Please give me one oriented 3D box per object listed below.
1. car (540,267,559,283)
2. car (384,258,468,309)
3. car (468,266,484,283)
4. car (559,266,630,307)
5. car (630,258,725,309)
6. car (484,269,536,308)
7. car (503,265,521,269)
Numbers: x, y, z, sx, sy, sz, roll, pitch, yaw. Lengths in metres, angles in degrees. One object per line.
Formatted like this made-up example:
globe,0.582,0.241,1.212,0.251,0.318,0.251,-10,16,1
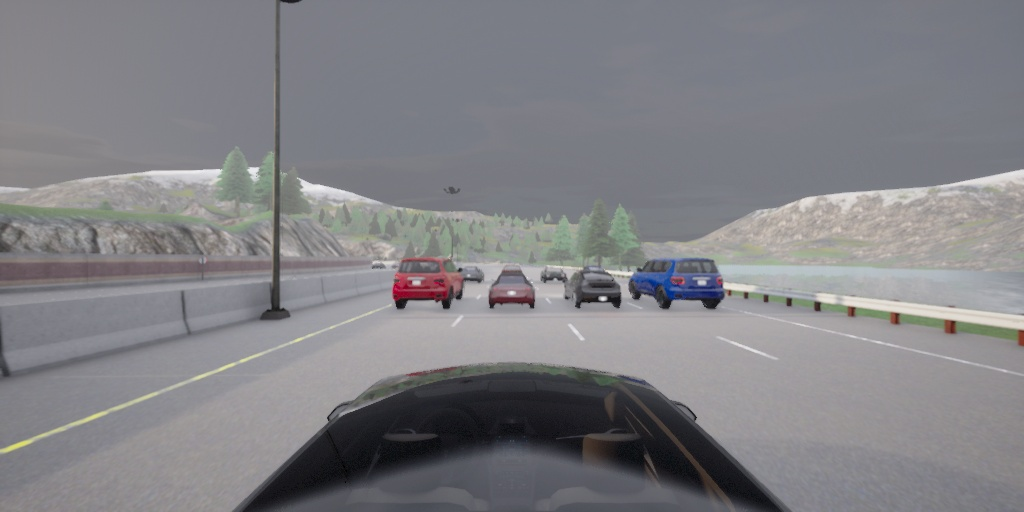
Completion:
car,3.489,1.624,30.954,1.895,1.301,4.718,0,0,0
car,-3.505,1.099,15.861,2.150,2.045,5.566,0,0,0
car,-3.508,1.589,31.120,1.994,1.385,4.181,0,0,0
car,3.499,1.393,16.164,1.837,1.490,4.892,0,0,0
car,6.994,1.099,15.866,2.150,2.045,5.566,0,0,0
car,0.000,1.449,16.122,1.994,1.385,4.181,0,0,0
car,-0.006,1.504,31.320,1.882,1.535,5.008,0,0,0
